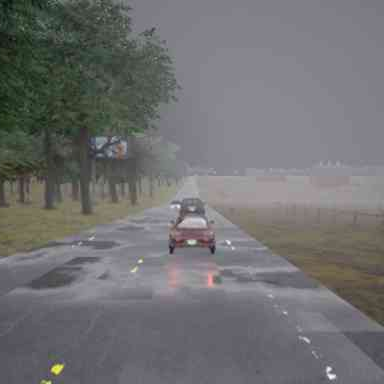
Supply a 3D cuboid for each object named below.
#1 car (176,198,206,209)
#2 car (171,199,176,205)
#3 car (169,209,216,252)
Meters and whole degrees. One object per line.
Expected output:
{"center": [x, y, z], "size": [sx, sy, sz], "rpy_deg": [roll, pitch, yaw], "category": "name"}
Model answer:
{"center": [0.012, 1.510, 29.055], "size": [2.150, 2.045, 5.566], "rpy_deg": [0, 0, 0], "category": "car"}
{"center": [-3.476, 2.138, 71.763], "size": [1.895, 1.301, 4.718], "rpy_deg": [0, 0, 0], "category": "car"}
{"center": [0.012, 1.671, 14.401], "size": [1.812, 1.442, 4.674], "rpy_deg": [0, 0, 0], "category": "car"}
